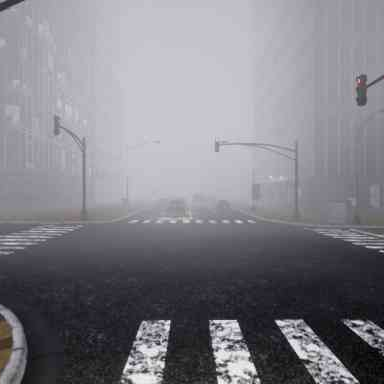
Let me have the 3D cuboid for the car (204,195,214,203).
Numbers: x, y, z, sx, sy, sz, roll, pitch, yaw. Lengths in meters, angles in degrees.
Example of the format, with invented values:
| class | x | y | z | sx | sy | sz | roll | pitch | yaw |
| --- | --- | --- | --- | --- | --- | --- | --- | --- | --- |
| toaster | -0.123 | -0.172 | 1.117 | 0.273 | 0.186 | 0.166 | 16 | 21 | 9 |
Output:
| class | x | y | z | sx | sy | sz | roll | pitch | yaw |
| --- | --- | --- | --- | --- | --- | --- | --- | --- | --- |
| car | 3.564 | 1.432 | 69.477 | 1.967 | 1.590 | 4.097 | 0 | 0 | 0 |

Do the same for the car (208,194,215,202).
| class | x | y | z | sx | sy | sz | roll | pitch | yaw |
| --- | --- | --- | --- | --- | --- | --- | --- | --- | --- |
| car | 3.603 | 1.313 | 63.949 | 2.192 | 1.841 | 5.009 | 0 | 0 | 0 |

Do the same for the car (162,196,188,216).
| class | x | y | z | sx | sy | sz | roll | pitch | yaw |
| --- | --- | --- | --- | --- | --- | --- | --- | --- | --- |
| car | -1.593 | 1.494 | 33.326 | 1.882 | 1.535 | 5.008 | 0 | 0 | 0 |

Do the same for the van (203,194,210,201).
| class | x | y | z | sx | sy | sz | roll | pitch | yaw |
| --- | --- | --- | --- | --- | --- | --- | --- | --- | --- |
| van | 3.485 | 1.321 | 80.532 | 1.690 | 1.788 | 3.998 | 0 | 0 | 0 |

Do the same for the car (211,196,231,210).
| class | x | y | z | sx | sy | sz | roll | pitch | yaw |
| --- | --- | --- | --- | --- | --- | --- | --- | --- | --- |
| car | 3.809 | 1.579 | 41.841 | 1.947 | 1.339 | 4.313 | 0 | 0 | 0 |

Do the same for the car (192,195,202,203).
| class | x | y | z | sx | sy | sz | roll | pitch | yaw |
| --- | --- | --- | --- | --- | --- | --- | --- | --- | --- |
| car | 0.974 | 1.512 | 73.183 | 2.128 | 1.511 | 4.902 | 0 | 0 | 0 |

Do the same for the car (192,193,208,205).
| class | x | y | z | sx | sy | sz | roll | pitch | yaw |
| --- | --- | --- | --- | --- | --- | --- | --- | --- | --- |
| car | 1.187 | 1.215 | 57.664 | 2.150 | 2.045 | 5.566 | 0 | -1 | -1 |

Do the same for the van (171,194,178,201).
| class | x | y | z | sx | sy | sz | roll | pitch | yaw |
| --- | --- | --- | --- | --- | --- | --- | --- | --- | --- |
| van | -4.434 | 1.315 | 86.003 | 1.690 | 1.788 | 3.998 | 0 | 0 | 0 |

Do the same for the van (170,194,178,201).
| class | x | y | z | sx | sy | sz | roll | pitch | yaw |
| --- | --- | --- | --- | --- | --- | --- | --- | --- | --- |
| van | -4.395 | 1.321 | 80.476 | 1.690 | 1.788 | 3.998 | 0 | 0 | 0 |

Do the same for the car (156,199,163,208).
| class | x | y | z | sx | sy | sz | roll | pitch | yaw |
| --- | --- | --- | --- | --- | --- | --- | --- | --- | --- |
| car | -4.160 | 1.592 | 47.311 | 1.802 | 1.307 | 4.206 | 0 | 0 | 0 |
